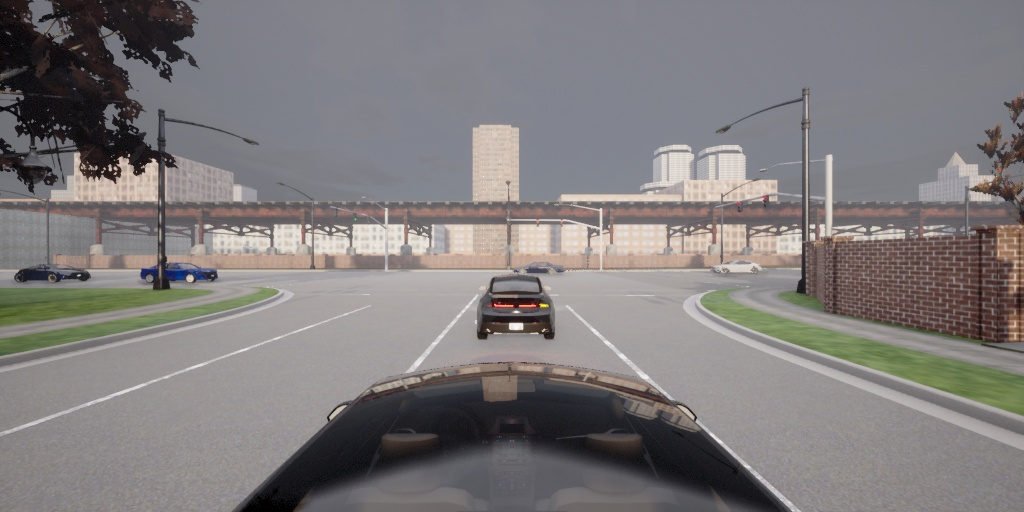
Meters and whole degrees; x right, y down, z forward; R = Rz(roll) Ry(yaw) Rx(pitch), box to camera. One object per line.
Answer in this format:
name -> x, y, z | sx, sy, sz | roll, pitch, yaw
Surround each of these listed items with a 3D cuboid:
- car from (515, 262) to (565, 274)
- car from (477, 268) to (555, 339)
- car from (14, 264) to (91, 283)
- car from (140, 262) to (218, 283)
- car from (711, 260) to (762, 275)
car -> 2.766, 1.283, 37.238 | 5.357, 1.411, 2.033 | 0, 0, 2
car -> 0.093, 1.256, 10.060 | 1.837, 1.490, 4.892 | 0, 0, 0
car -> -35.254, 1.314, 27.600 | 4.181, 1.385, 1.994 | 0, 0, 2
car -> -25.226, 1.228, 27.291 | 5.008, 1.535, 1.882 | 0, 0, 2
car -> 22.943, 1.146, 36.699 | 4.674, 1.442, 1.812 | -1, 0, 1
